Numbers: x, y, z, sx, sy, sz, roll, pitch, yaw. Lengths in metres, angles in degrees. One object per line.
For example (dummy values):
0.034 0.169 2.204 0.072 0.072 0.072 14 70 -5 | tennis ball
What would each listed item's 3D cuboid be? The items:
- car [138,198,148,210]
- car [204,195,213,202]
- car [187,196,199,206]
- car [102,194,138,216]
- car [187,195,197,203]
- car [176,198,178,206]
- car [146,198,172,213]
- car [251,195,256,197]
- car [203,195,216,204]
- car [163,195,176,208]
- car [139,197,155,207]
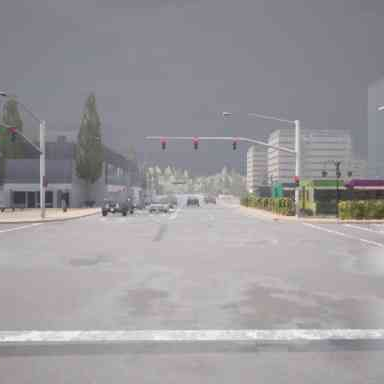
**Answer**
-7.068 1.491 42.296 2.128 1.511 4.902 0 0 0 | car
3.555 1.397 73.893 1.812 1.442 4.674 0 0 0 | car
0.153 1.477 55.217 1.882 1.535 5.008 0 0 0 | car
-7.089 1.221 32.408 2.150 2.045 5.566 0 0 1 | car
0.056 1.525 74.191 2.128 1.511 4.902 0 0 0 | car
-3.542 1.352 55.925 2.097 1.767 4.553 0 0 0 | car
-3.573 1.601 36.747 1.895 1.301 4.718 0 0 0 | car
17.833 1.153 86.775 4.605 1.855 1.932 0 0 -1 | car
3.547 1.491 63.618 2.128 1.511 4.902 0 0 0 | car
-3.564 1.505 46.061 1.837 1.490 4.892 0 0 0 | car
-7.051 1.564 52.253 1.994 1.385 4.181 0 0 0 | car
